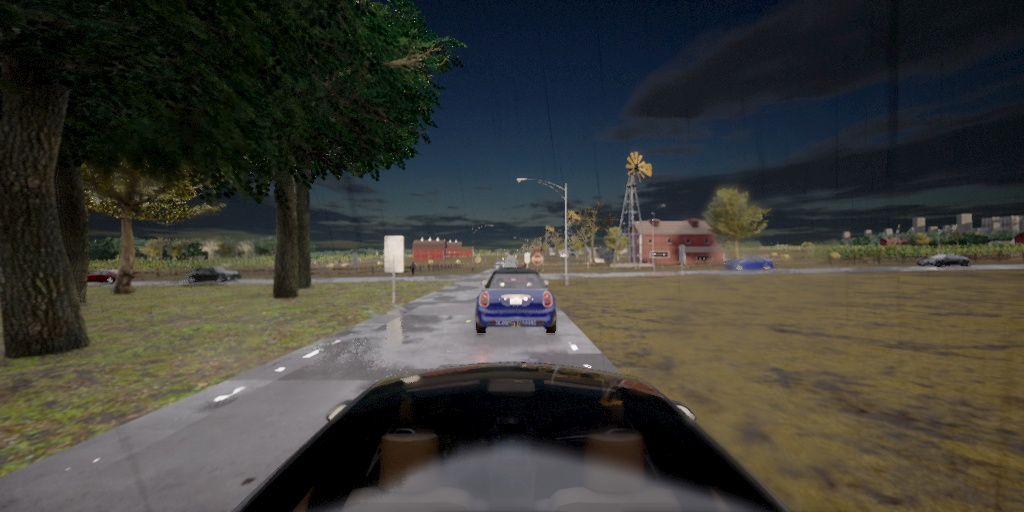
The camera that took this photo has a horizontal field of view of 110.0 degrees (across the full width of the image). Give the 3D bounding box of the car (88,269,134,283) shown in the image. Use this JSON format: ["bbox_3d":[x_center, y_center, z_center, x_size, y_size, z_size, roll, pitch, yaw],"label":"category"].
[{"bbox_3d":[-46.349,2.309,40.997,5.008,1.535,1.882,-1,1,1],"label":"car"}]

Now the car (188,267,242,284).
[{"bbox_3d":[-31.433,1.950,38.021,4.553,1.767,2.097,-1,1,0],"label":"car"}]

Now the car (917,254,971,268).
[{"bbox_3d":[48.618,0.517,40.395,4.674,1.442,1.812,-1,1,1],"label":"car"}]

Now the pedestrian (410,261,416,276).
[{"bbox_3d":[-12.121,1.502,43.874,0.375,1.860,0.375,0,2,0],"label":"pedestrian"}]

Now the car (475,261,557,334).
[{"bbox_3d":[0.102,1.152,10.990,2.097,1.767,4.553,0,0,0],"label":"car"}]

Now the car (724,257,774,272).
[{"bbox_3d":[26.800,0.925,40.616,5.008,1.535,1.882,-1,1,0],"label":"car"}]
